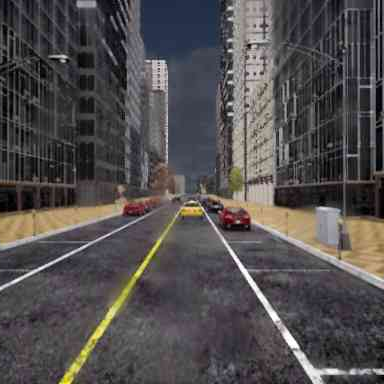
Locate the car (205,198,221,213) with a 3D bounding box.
[{"bbox_3d":[2.687,1.665,38.720,1.947,1.339,4.313,0,0,0],"label":"car"}]

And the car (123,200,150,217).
[{"bbox_3d":[-5.693,1.631,33.033,1.887,1.381,4.507,0,0,0],"label":"car"}]

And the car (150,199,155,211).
[{"bbox_3d":[-5.694,1.680,38.727,1.802,1.307,4.206,0,0,0],"label":"car"}]

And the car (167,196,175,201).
[{"bbox_3d":[-5.700,1.722,89.961,2.008,1.369,4.403,0,0,0],"label":"car"}]

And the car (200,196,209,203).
[{"bbox_3d":[2.684,1.595,72.874,1.967,1.590,4.097,0,0,0],"label":"car"}]

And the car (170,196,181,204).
[{"bbox_3d":[-3.011,1.645,68.112,1.837,1.490,4.892,0,0,0],"label":"car"}]

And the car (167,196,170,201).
[{"bbox_3d":[-5.699,1.692,84.097,1.752,1.417,4.829,0,0,0],"label":"car"}]

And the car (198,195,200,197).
[{"bbox_3d":[-0.005,1.614,58.140,1.882,1.535,5.008,0,0,0],"label":"car"}]

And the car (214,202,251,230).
[{"bbox_3d":[2.689,1.607,21.643,1.887,1.381,4.507,0,0,0],"label":"car"}]

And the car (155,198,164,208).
[{"bbox_3d":[-5.695,1.665,50.111,1.887,1.381,4.507,0,0,0],"label":"car"}]

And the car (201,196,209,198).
[{"bbox_3d":[2.686,1.687,50.104,1.947,1.339,4.313,0,0,0],"label":"car"}]

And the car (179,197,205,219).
[{"bbox_3d":[0.030,1.538,30.213,1.801,1.575,5.366,0,0,1],"label":"car"}]

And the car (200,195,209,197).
[{"bbox_3d":[2.685,1.706,61.488,1.947,1.339,4.313,0,0,0],"label":"car"}]
